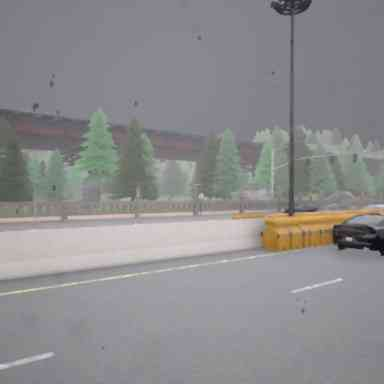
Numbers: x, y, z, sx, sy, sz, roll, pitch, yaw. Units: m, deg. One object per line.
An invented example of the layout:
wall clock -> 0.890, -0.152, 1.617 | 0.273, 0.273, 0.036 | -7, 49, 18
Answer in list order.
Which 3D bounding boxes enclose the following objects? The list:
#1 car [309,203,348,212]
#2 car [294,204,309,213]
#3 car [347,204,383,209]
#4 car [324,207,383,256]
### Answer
car -> 13.303, 1.780, 30.566 | 4.892, 1.490, 1.837 | 1, -1, -35
car -> 11.433, 1.869, 33.530 | 4.718, 1.301, 1.895 | 1, 0, -35
car -> 15.270, 1.793, 27.671 | 4.674, 1.442, 1.812 | 1, 0, -35
car -> 7.847, 1.612, 13.760 | 5.008, 1.535, 1.882 | 0, 0, -35
